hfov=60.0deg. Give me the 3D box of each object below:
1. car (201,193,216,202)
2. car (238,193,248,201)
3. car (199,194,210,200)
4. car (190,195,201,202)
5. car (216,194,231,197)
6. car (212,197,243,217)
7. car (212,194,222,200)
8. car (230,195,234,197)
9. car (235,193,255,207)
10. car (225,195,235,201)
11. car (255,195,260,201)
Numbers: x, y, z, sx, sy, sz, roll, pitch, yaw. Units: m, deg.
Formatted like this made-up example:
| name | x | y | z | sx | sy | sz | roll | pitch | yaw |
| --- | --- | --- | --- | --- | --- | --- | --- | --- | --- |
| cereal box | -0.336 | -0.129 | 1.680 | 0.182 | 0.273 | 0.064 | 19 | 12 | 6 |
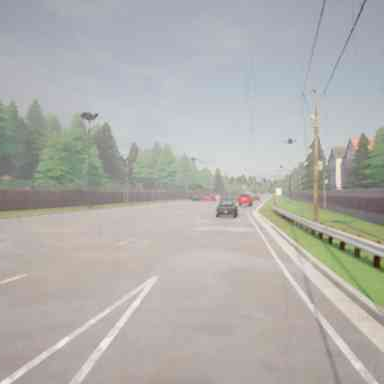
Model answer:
| name | x | y | z | sx | sy | sz | roll | pitch | yaw |
| --- | --- | --- | --- | --- | --- | --- | --- | --- | --- |
| car | 4.350 | 1.356 | 81.008 | 2.150 | 2.045 | 5.566 | 0 | 0 | 14 |
| car | 13.658 | 1.240 | 89.432 | 2.150 | 2.045 | 5.566 | 0 | 0 | 14 |
| car | 3.453 | 1.341 | 91.907 | 2.097 | 1.767 | 4.553 | 0 | 0 | 14 |
| car | 0.945 | 1.599 | 81.823 | 1.882 | 1.535 | 5.008 | 0 | 0 | 14 |
| car | 7.739 | 1.666 | 80.134 | 2.128 | 1.511 | 4.902 | 0 | 0 | 14 |
| car | 3.401 | 1.551 | 31.515 | 2.128 | 1.511 | 4.902 | 0 | 0 | 10 |
| car | 6.850 | 1.351 | 91.062 | 2.097 | 1.767 | 4.553 | 0 | 0 | 14 |
| car | 11.135 | 1.676 | 79.290 | 2.128 | 1.511 | 4.902 | 0 | 0 | 14 |
| car | 8.851 | 1.336 | 55.175 | 2.150 | 2.045 | 5.566 | 0 | 0 | 14 |
| car | 10.253 | 1.530 | 90.247 | 2.128 | 1.511 | 4.902 | 0 | 0 | 14 |
| car | 17.139 | 1.548 | 88.929 | 2.097 | 1.767 | 4.553 | 0 | 0 | 14 |
